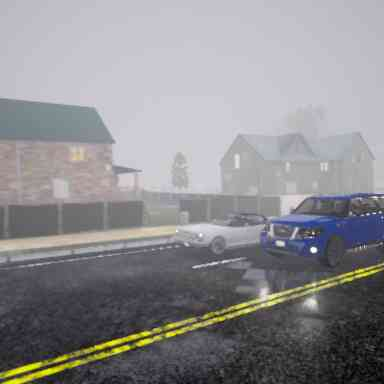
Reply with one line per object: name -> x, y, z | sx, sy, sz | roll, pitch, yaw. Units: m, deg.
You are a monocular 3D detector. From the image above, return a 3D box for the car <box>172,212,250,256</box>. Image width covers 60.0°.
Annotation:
car -> 1.617, 1.479, 12.823 | 4.718, 1.301, 1.895 | -1, 1, -35

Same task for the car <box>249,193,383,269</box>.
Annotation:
car -> 4.763, 1.079, 11.073 | 5.566, 2.045, 2.150 | -1, 1, -35
